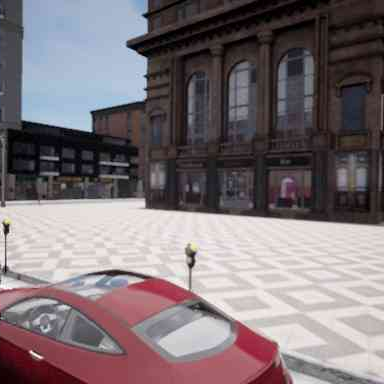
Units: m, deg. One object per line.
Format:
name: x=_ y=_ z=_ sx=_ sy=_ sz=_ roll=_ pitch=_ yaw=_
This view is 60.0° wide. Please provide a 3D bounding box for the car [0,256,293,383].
car: x=-1.073 y=1.534 z=3.600 sx=4.206 sy=1.307 sz=1.802 roll=1 pitch=1 yaw=35
